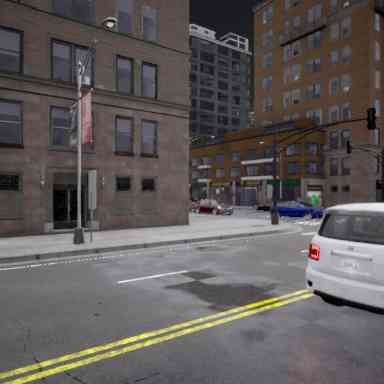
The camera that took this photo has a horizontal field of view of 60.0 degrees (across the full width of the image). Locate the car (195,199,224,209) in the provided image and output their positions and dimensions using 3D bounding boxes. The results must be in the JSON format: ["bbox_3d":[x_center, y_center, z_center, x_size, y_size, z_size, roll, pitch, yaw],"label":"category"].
[{"bbox_3d":[2.318,1.594,45.990,1.802,1.307,4.206,0,0,-35],"label":"car"}]

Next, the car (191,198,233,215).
[{"bbox_3d":[2.139,1.423,32.357,1.967,1.590,4.097,0,0,-35],"label":"car"}]

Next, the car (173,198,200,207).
[{"bbox_3d":[-0.866,1.579,50.487,1.947,1.339,4.313,0,0,-35],"label":"car"}]

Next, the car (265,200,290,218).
[{"bbox_3d":[8.758,1.473,27.404,1.882,1.535,5.008,0,0,-35],"label":"car"}]

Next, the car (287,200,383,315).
[{"bbox_3d":[4.665,1.223,6.780,5.566,2.045,2.150,0,0,-36],"label":"car"}]

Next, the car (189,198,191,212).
[{"bbox_3d":[-1.045,1.421,36.855,1.967,1.590,4.097,0,0,-35],"label":"car"}]

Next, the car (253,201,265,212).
[{"bbox_3d":[8.688,1.580,36.994,1.947,1.339,4.313,0,0,-35],"label":"car"}]
